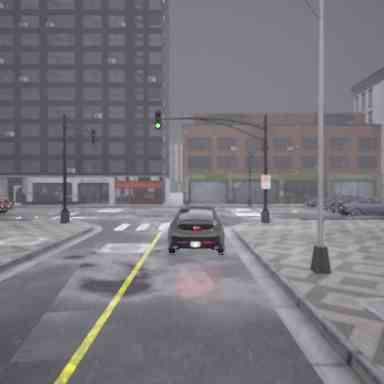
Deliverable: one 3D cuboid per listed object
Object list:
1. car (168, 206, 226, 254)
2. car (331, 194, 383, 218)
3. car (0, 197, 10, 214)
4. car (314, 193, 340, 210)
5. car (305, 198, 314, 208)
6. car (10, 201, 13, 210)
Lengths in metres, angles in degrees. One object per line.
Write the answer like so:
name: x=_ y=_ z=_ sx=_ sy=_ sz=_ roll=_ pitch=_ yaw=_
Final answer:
car: x=0.210 y=1.273 z=12.363 sx=1.837 sy=1.490 sz=4.892 roll=0 pitch=1 yaw=3
car: x=12.413 y=1.062 z=23.203 sx=4.181 sy=1.385 sz=1.994 roll=0 pitch=1 yaw=0
car: x=-15.696 y=1.154 z=23.139 sx=4.718 sy=1.301 sz=1.895 roll=0 pitch=1 yaw=0
car: x=13.629 y=0.988 z=29.877 sx=4.181 sy=1.385 sz=1.994 roll=0 pitch=1 yaw=0
car: x=13.776 y=0.894 z=33.127 sx=4.892 sy=1.490 sz=1.837 roll=-1 pitch=1 yaw=0
car: x=-17.299 y=0.736 z=26.384 sx=5.566 sy=2.045 sz=2.150 roll=1 pitch=1 yaw=0
